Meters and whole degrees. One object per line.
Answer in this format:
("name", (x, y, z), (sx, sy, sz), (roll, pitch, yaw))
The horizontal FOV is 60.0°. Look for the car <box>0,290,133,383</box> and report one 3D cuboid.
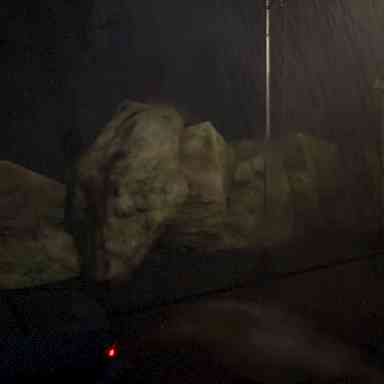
("car", (-3.158, 1.553, 2.352), (5.357, 1.411, 2.033), (0, 0, -35))
